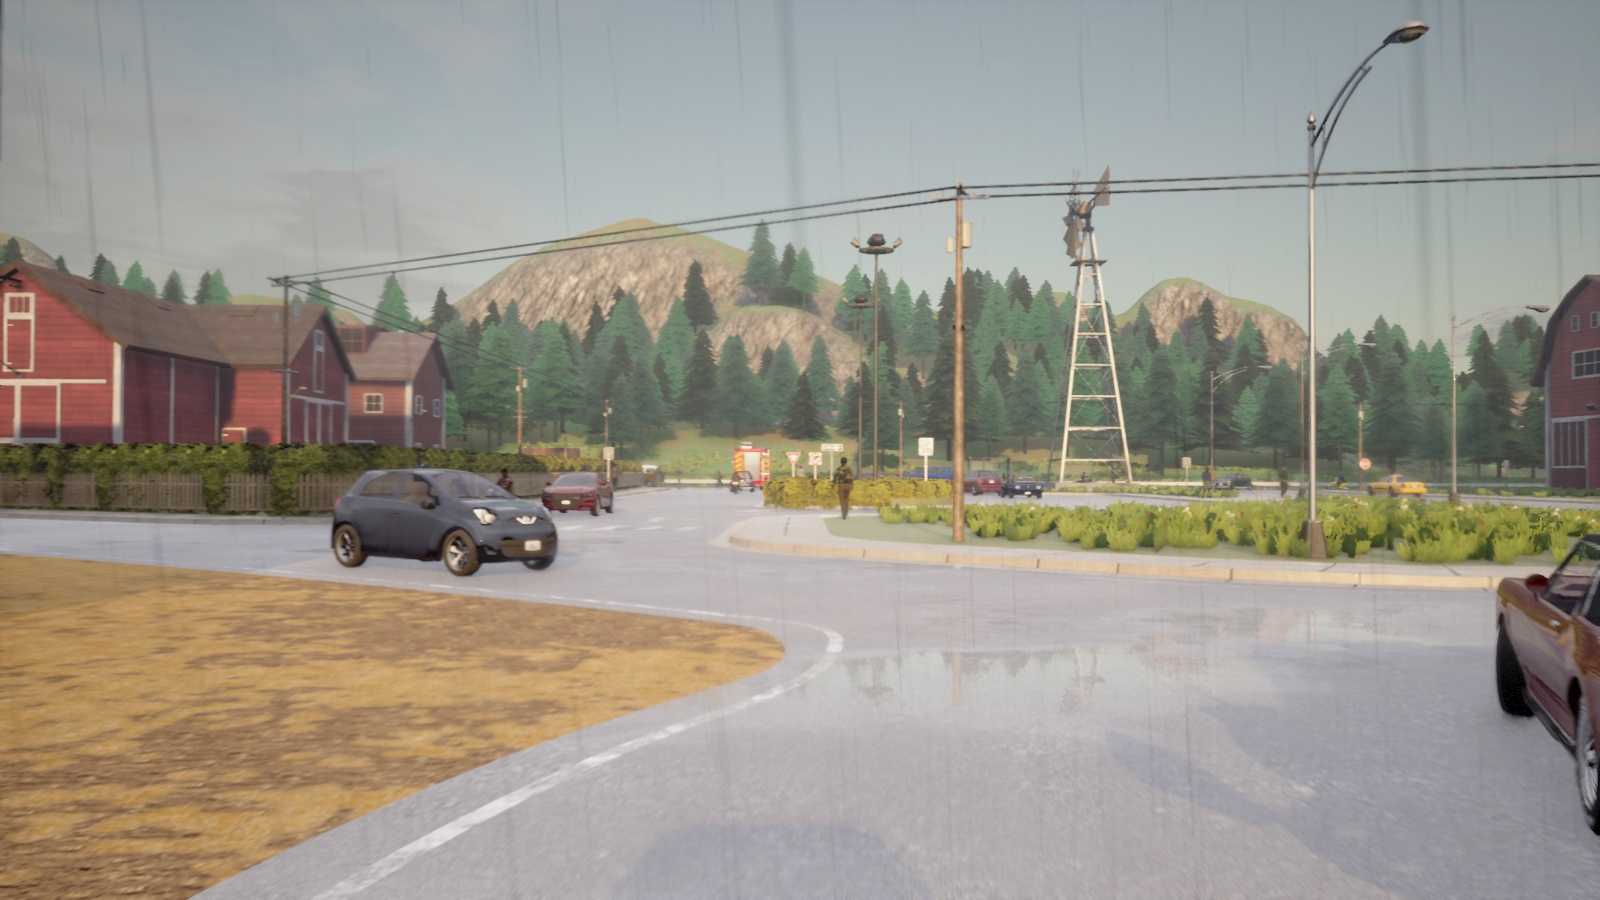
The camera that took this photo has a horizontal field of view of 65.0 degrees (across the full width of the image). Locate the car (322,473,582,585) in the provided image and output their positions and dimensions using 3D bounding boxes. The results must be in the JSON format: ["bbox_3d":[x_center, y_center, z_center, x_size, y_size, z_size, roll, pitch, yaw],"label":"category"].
[{"bbox_3d":[-5.253,1.104,18.841,3.633,1.501,1.845,-1,-1,34],"label":"car"}]

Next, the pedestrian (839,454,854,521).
[{"bbox_3d":[1.342,1.079,36.621,0.395,1.930,0.692,0,-1,-1],"label":"pedestrian"}]

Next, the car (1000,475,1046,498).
[{"bbox_3d":[13.148,2.114,74.308,1.895,1.301,4.718,0,-1,0],"label":"car"}]

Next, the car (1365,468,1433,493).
[{"bbox_3d":[38.937,1.989,81.838,1.801,1.575,5.366,0,-1,-1],"label":"car"}]

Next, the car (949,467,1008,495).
[{"bbox_3d":[11.835,2.029,83.371,2.097,1.767,4.553,0,-1,-18],"label":"car"}]

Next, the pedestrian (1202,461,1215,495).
[{"bbox_3d":[22.483,1.551,69.094,0.370,1.835,0.726,0,-1,-8],"label":"pedestrian"}]

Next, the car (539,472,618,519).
[{"bbox_3d":[-7.657,1.554,43.871,1.882,1.535,5.008,0,-1,0],"label":"car"}]

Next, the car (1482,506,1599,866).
[{"bbox_3d":[4.811,1.006,6.416,1.895,1.301,4.718,-1,-1,23],"label":"car"}]

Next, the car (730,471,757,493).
[{"bbox_3d":[-4.101,2.344,91.689,1.789,1.549,3.705,0,-1,0],"label":"car"}]

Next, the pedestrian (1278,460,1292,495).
[{"bbox_3d":[27.372,1.562,70.858,0.423,1.949,0.788,0,-1,-1],"label":"pedestrian"}]
